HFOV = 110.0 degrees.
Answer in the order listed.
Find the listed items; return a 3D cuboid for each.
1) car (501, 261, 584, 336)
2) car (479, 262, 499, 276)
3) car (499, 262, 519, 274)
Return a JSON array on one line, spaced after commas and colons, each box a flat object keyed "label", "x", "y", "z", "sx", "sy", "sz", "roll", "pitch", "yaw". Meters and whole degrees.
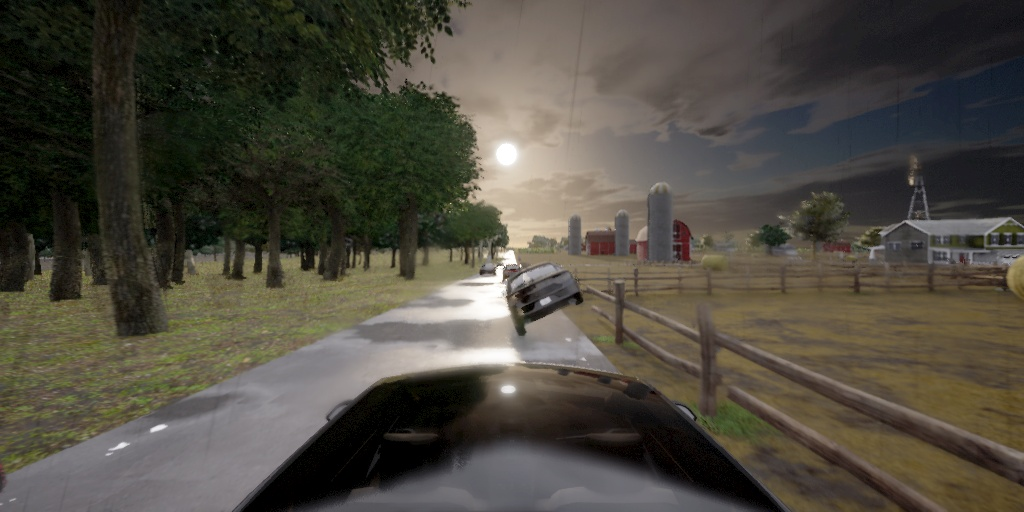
[{"label": "car", "x": 0.733, "y": 1.022, "z": 10.761, "sx": 1.882, "sy": 1.535, "sz": 5.008, "roll": -24, "pitch": -3, "yaw": -1}, {"label": "car", "x": -2.849, "y": 1.587, "z": 42.903, "sx": 1.882, "sy": 1.535, "sz": 5.008, "roll": 0, "pitch": -1, "yaw": 0}, {"label": "car", "x": 0.043, "y": 1.523, "z": 33.836, "sx": 1.837, "sy": 1.490, "sz": 4.892, "roll": 0, "pitch": 0, "yaw": 1}]
